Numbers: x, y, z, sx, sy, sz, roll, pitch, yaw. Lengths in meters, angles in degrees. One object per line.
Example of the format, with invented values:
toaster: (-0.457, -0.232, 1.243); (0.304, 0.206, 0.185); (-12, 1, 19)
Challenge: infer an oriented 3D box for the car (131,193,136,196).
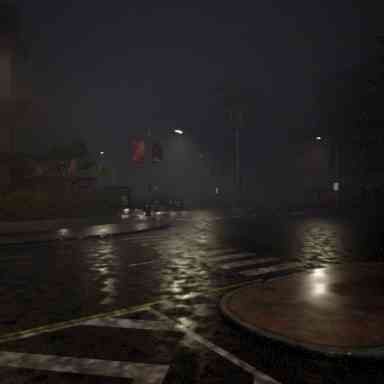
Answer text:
car: (-13.392, 1.220, 68.456); (2.150, 2.045, 5.566); (0, 0, -39)

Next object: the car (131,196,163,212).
car: (-5.641, 1.526, 39.190); (1.812, 1.442, 4.674); (0, 0, -35)

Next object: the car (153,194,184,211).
car: (-3.195, 1.221, 41.829); (2.150, 2.045, 5.566); (0, 0, -35)

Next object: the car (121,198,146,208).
car: (-8.782, 1.601, 49.841); (1.895, 1.301, 4.718); (0, 0, -34)
